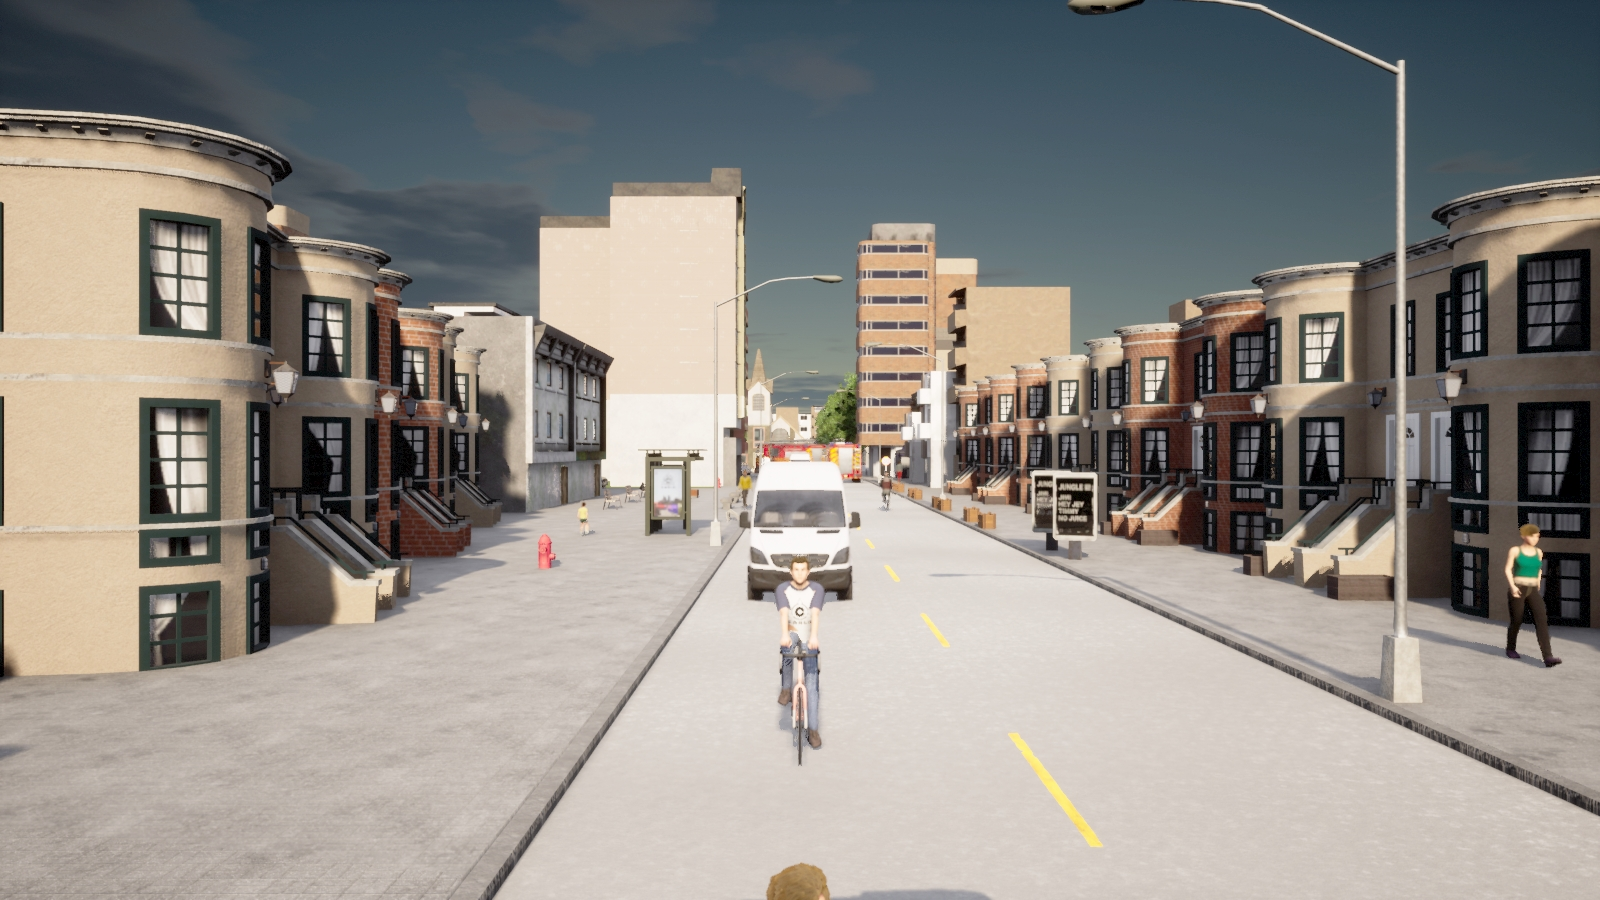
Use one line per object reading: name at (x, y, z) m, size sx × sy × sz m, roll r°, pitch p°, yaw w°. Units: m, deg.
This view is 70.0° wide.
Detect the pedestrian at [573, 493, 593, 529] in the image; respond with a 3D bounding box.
pedestrian at (-6.815, 1.923, 35.924) m, size 0.500 × 1.100 × 0.500 m, roll 0°, pitch 0°, yaw 8°

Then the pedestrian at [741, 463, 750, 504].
pedestrian at (-2.491, 1.544, 52.070) m, size 0.375 × 1.860 × 0.375 m, roll 0°, pitch 0°, yaw 7°

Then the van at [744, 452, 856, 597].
van at (0.004, 1.324, 23.225) m, size 1.988 × 2.561 × 5.915 m, roll 0°, pitch 0°, yaw 0°

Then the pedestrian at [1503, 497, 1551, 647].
pedestrian at (9.198, 1.529, 14.463) m, size 0.375 × 1.860 × 0.375 m, roll 0°, pitch 0°, yaw 5°
